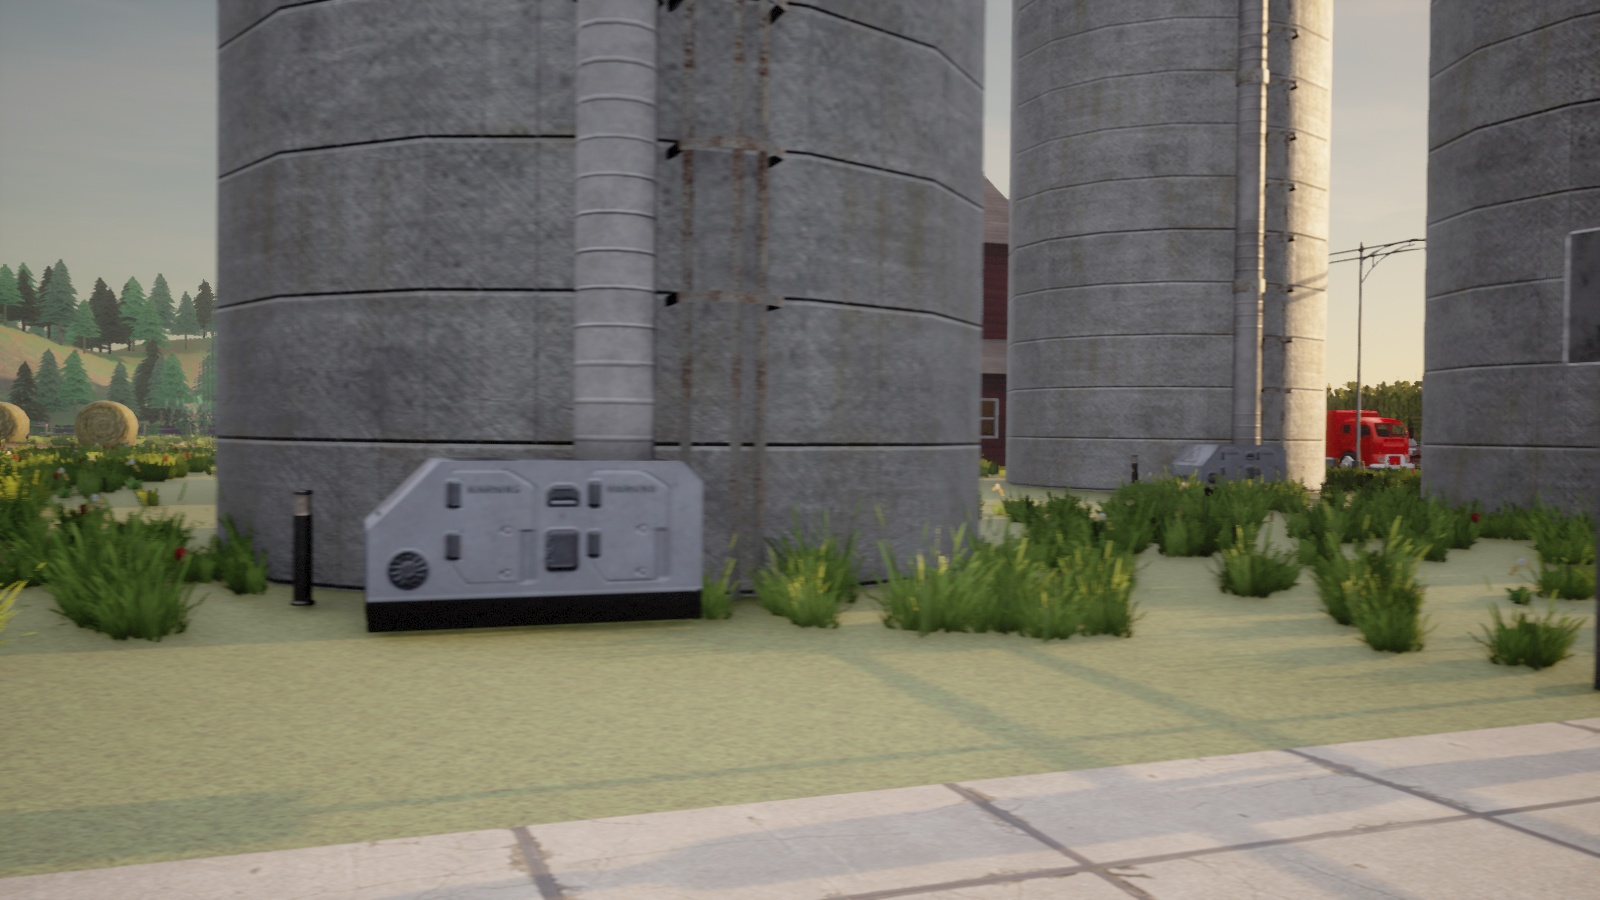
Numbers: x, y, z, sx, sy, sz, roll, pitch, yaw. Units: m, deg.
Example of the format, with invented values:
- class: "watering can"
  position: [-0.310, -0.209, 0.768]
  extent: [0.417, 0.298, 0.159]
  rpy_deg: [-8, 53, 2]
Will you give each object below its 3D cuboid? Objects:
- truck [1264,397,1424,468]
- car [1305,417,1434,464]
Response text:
- class: "truck"
  position: [20.163, -0.669, 46.835]
  extent: [2.627, 2.467, 5.204]
  rpy_deg: [-1, 1, -20]
- class: "car"
  position: [22.670, -0.406, 50.208]
  extent: [2.097, 1.767, 4.553]
  rpy_deg: [-1, 1, -20]
